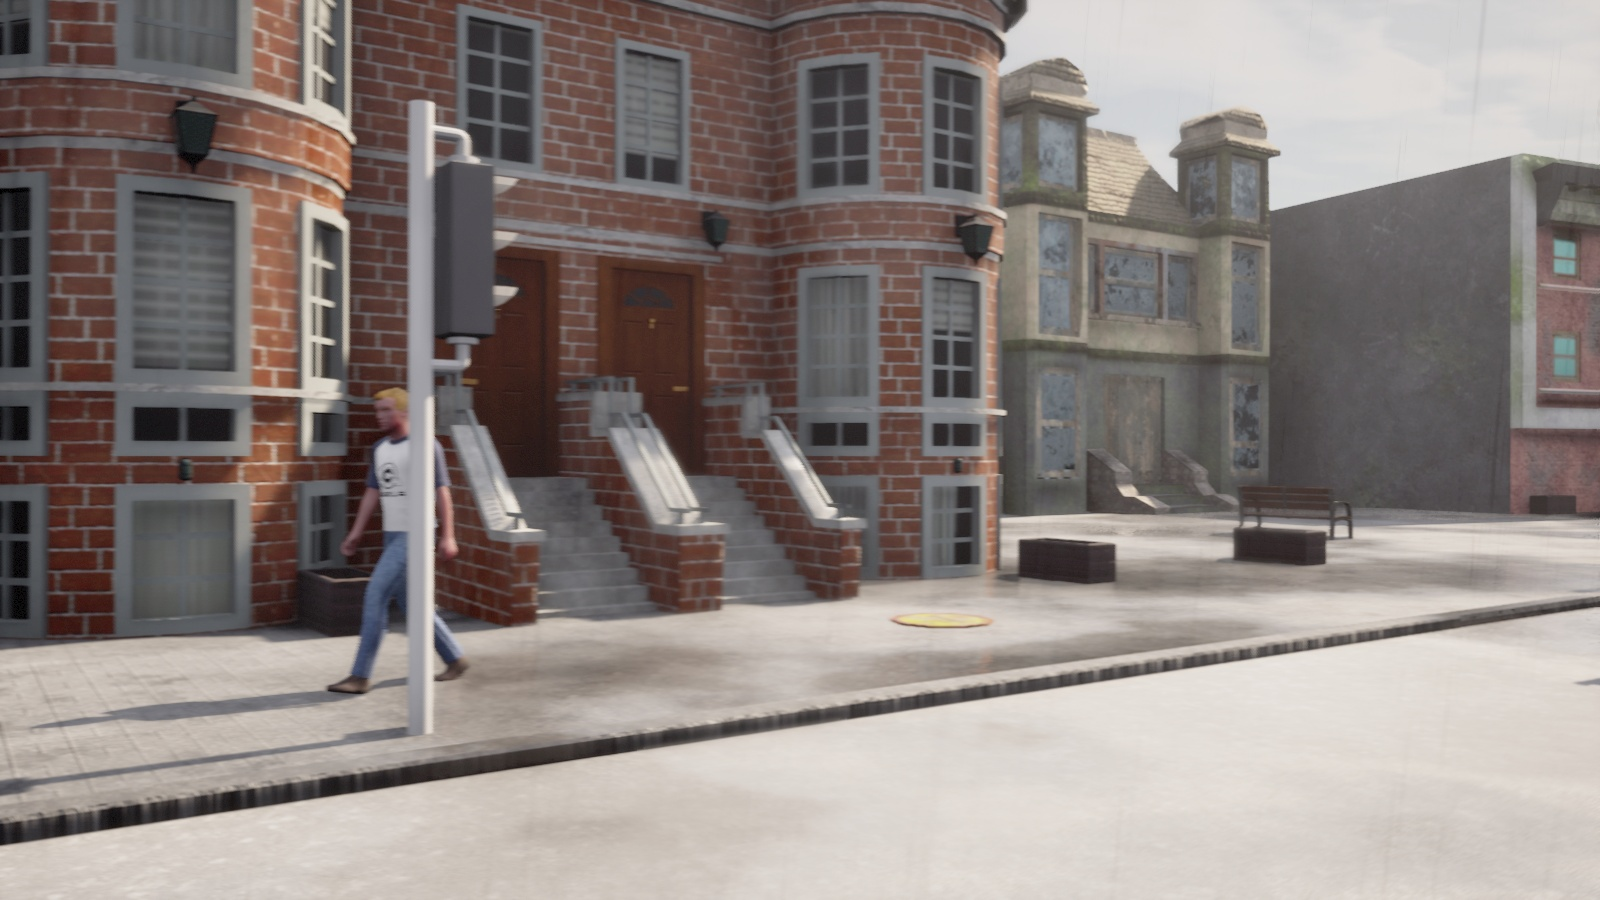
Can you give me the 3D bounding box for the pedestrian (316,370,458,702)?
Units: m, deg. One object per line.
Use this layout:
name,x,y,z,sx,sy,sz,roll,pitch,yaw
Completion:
pedestrian,-2.406,0.478,7.339,0.354,1.836,0.706,0,0,41

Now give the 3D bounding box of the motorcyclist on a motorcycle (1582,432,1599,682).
motorcyclist on a motorcycle,6.401,0.703,8.721,2.350,1.649,0.766,0,0,-35
